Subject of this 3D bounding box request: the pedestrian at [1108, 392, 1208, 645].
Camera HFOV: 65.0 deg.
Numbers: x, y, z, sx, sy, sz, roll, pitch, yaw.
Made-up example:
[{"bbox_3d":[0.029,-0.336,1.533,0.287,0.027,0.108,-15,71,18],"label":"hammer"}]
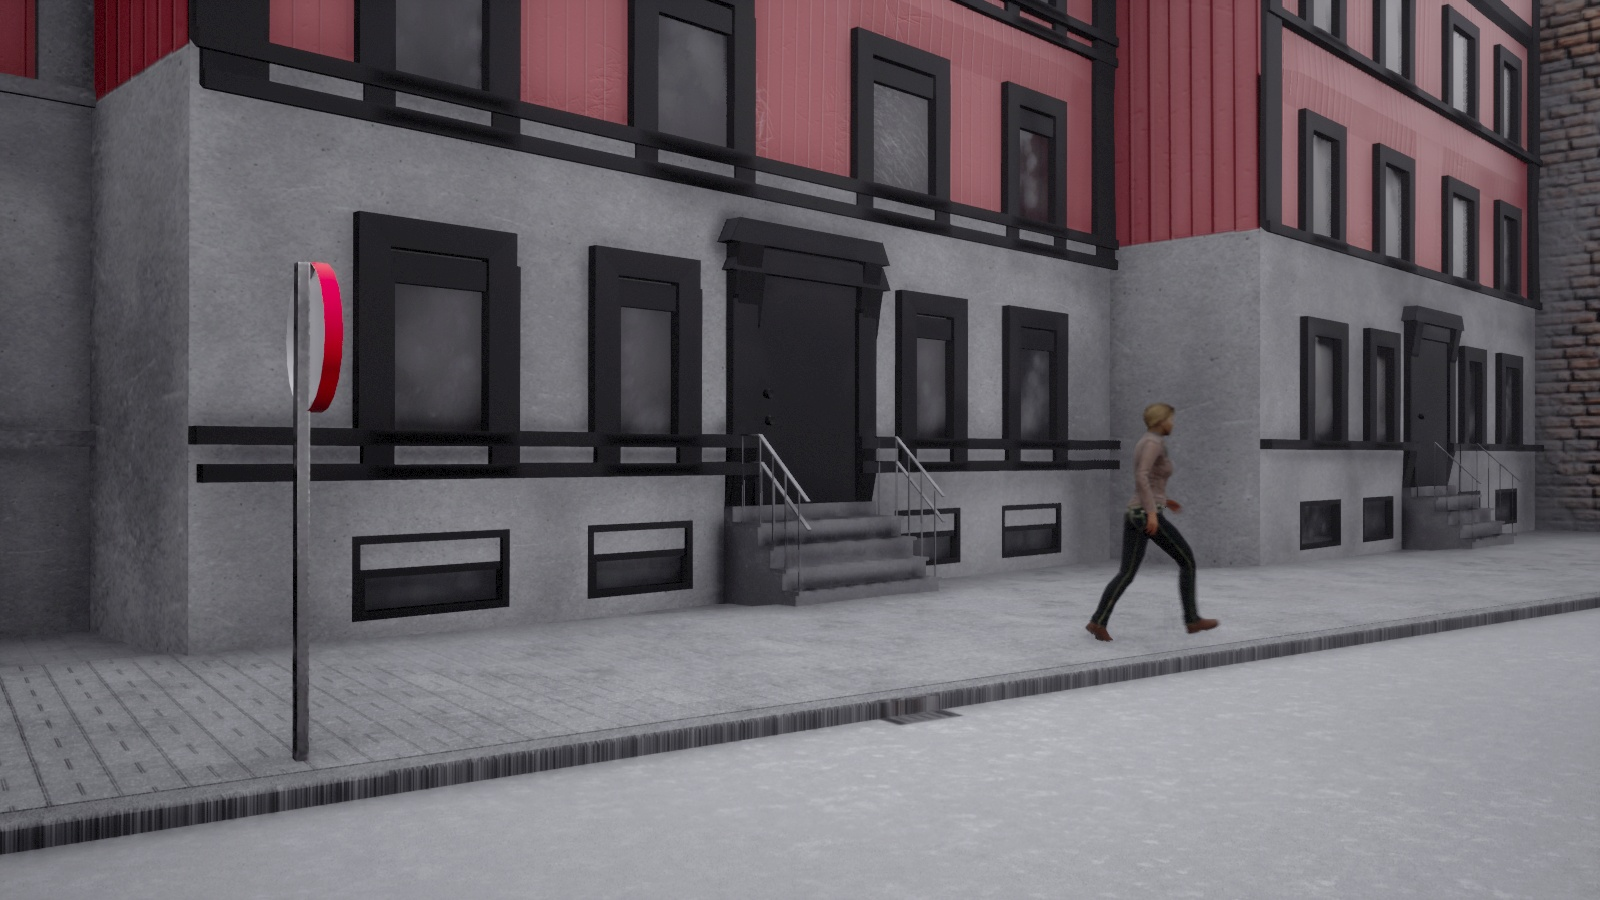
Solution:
[{"bbox_3d":[2.662,0.503,9.365,0.634,1.846,0.331,0,0,-6],"label":"pedestrian"}]
